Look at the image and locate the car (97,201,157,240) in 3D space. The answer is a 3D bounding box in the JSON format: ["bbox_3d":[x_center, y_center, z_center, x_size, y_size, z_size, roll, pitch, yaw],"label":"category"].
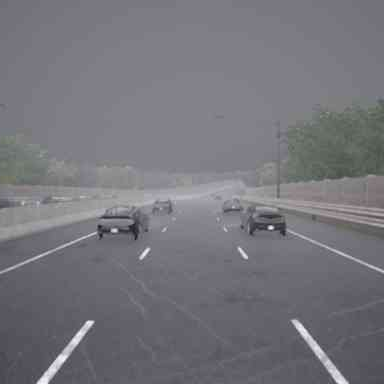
[{"bbox_3d":[-3.256,1.412,16.532,2.128,1.511,4.902,0,0,1],"label":"car"}]

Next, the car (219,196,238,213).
[{"bbox_3d":[4.160,1.444,34.673,1.994,1.385,4.181,0,0,2],"label":"car"}]

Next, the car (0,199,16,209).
[{"bbox_3d":[-20.551,1.396,34.707,2.033,1.411,5.357,0,0,2],"label":"car"}]

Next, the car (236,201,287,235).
[{"bbox_3d":[3.769,1.425,18.143,1.837,1.490,4.892,0,0,1],"label":"car"}]

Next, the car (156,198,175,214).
[{"bbox_3d":[-2.865,1.364,33.991,2.128,1.511,4.902,0,0,2],"label":"car"}]

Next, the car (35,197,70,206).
[{"bbox_3d":[-13.576,1.460,33.716,1.895,1.301,4.718,0,0,2],"label":"car"}]

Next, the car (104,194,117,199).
[{"bbox_3d":[-18.521,1.287,75.887,1.882,1.535,5.008,0,0,4],"label":"car"}]

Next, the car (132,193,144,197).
[{"bbox_3d":[-11.563,1.386,75.009,1.994,1.385,4.181,0,0,4],"label":"car"}]

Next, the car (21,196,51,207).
[{"bbox_3d":[-16.969,1.200,36.928,2.097,1.767,4.553,0,0,2],"label":"car"}]

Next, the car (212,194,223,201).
[{"bbox_3d":[6.426,1.462,81.702,1.837,1.490,4.892,0,0,4],"label":"car"}]

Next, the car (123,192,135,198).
[{"bbox_3d":[-14.836,0.913,78.604,2.150,2.045,5.566,0,0,4],"label":"car"}]
